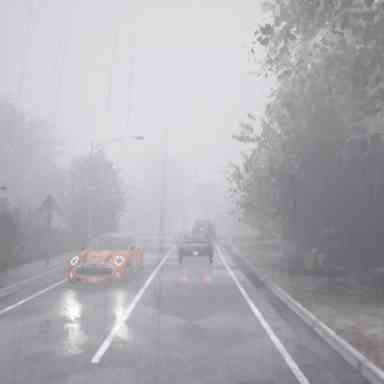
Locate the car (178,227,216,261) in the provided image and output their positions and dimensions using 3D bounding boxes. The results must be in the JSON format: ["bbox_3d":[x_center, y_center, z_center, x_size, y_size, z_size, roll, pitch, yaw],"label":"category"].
[{"bbox_3d":[0.230,3.007,19.014,2.128,1.511,4.902,-1,-4,1],"label":"car"}]

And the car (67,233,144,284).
[{"bbox_3d":[-3.283,2.520,13.464,2.097,1.767,4.553,-1,-4,1],"label":"car"}]

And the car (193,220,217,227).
[{"bbox_3d":[1.325,3.962,34.775,2.150,2.045,5.566,-1,-5,7],"label":"car"}]
